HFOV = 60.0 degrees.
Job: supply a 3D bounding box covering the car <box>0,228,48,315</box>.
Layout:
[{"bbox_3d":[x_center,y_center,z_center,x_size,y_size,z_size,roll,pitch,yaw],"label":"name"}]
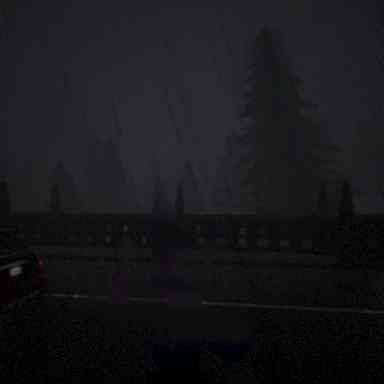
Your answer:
[{"bbox_3d":[-5.254,1.444,6.325,4.553,1.767,2.097,0,-1,9],"label":"car"}]
